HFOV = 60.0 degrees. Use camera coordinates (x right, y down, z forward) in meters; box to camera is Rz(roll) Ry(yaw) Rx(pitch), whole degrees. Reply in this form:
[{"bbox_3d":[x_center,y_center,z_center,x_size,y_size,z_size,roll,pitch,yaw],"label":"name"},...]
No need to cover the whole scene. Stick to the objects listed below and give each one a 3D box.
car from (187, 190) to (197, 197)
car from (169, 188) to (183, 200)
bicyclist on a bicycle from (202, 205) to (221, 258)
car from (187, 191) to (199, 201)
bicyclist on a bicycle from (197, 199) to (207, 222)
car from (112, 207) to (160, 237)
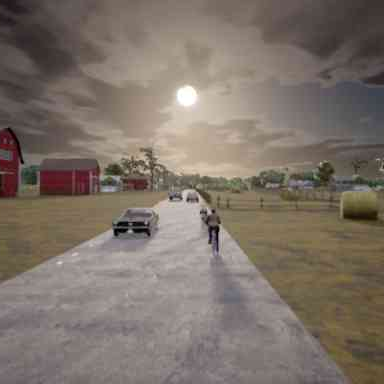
[{"bbox_3d":[0.008,0.387,73.684,2.033,1.411,5.357,0,1,0],"label":"car"},{"bbox_3d":[-2.793,0.378,58.081,2.150,2.045,5.566,0,1,1],"label":"car"},{"bbox_3d":[0.758,1.409,11.641,0.582,1.620,1.656,0,0,0],"label":"bicyclist on a bicycle"},{"bbox_3d":[0.103,0.770,55.696,1.994,1.385,4.181,0,1,0],"label":"car"},{"bbox_3d":[0.758,1.292,21.839,0.866,1.612,1.509,0,1,0],"label":"bicyclist on a bicycle"},{"bbox_3d":[-2.847,1.504,17.616,1.895,1.301,4.718,0,1,0],"label":"car"}]
